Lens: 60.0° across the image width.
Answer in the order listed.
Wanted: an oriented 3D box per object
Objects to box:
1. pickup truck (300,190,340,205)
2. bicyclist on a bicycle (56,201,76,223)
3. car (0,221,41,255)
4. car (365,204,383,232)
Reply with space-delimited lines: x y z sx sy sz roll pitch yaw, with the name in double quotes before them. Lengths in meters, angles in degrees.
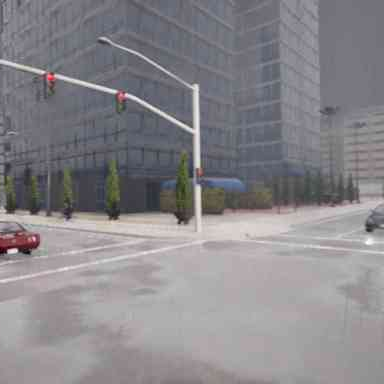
"pickup truck" 17.465 0.739 46.092 6.274 2.098 2.390 -1 0 -20
"bicyclist on a bicycle" -9.694 1.509 25.542 0.582 1.620 1.656 -1 0 40
"car" -7.780 1.763 12.854 4.718 1.301 1.895 -1 0 42
"car" 10.729 1.323 17.745 1.812 1.442 4.674 -1 0 42
